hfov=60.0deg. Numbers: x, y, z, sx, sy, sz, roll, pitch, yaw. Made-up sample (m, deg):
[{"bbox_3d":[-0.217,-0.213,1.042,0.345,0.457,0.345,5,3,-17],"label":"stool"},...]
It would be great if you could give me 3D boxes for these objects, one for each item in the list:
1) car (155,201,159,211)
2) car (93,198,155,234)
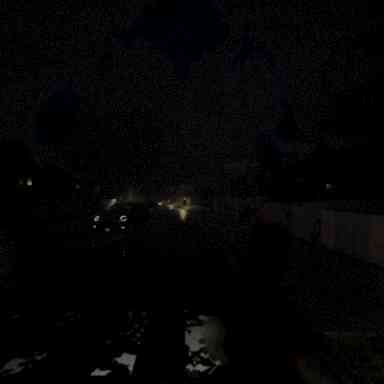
[{"bbox_3d":[-5.516,1.852,45.486,2.033,1.411,5.357,0,0,-7],"label":"car"},{"bbox_3d":[-4.131,1.460,20.071,2.097,1.767,4.553,-1,-1,11],"label":"car"}]
